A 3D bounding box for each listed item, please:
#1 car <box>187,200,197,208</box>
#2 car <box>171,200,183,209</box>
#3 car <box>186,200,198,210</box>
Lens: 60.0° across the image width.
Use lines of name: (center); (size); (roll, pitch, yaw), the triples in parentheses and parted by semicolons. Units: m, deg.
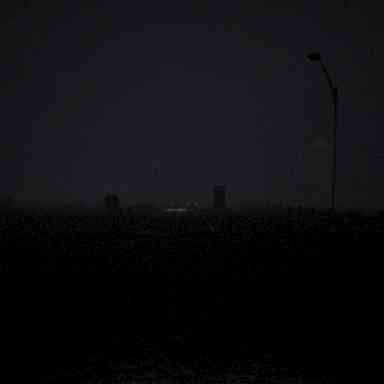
car: (0.057, 2.336, 65.453); (1.837, 1.490, 4.892); (0, -1, 0)
car: (-2.700, 2.235, 59.624); (1.882, 1.535, 5.008); (0, -1, 0)
car: (0.048, 2.228, 55.448); (1.812, 1.442, 4.674); (0, -1, 0)
